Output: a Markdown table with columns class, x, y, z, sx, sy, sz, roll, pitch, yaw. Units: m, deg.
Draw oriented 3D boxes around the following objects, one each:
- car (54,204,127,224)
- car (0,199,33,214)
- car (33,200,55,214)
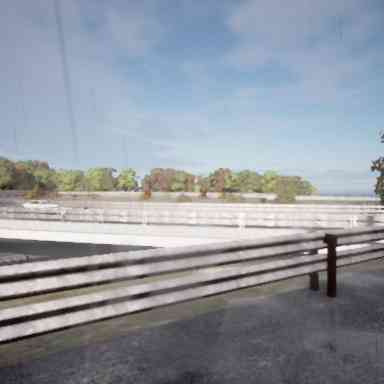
| class | x | y | z | sx | sy | sz | roll | pitch | yaw |
| --- | --- | --- | --- | --- | --- | --- | --- | --- | --- |
| car | -7.137 | 1.608 | 23.978 | 4.718 | 1.301 | 1.895 | 0 | 0 | 17 |
| car | -18.174 | 1.507 | 32.231 | 4.892 | 1.490 | 1.837 | 0 | 0 | 25 |
| car | -15.751 | 1.561 | 34.965 | 4.674 | 1.442 | 1.812 | 0 | 0 | 25 |
